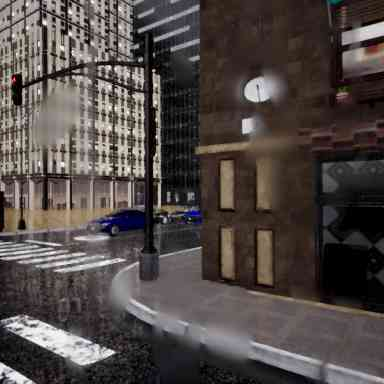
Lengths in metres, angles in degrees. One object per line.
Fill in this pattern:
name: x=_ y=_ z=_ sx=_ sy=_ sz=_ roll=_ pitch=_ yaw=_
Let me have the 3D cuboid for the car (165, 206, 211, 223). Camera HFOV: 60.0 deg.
car: x=-0.324 y=1.974 z=30.481 sx=2.008 sy=1.369 sz=4.403 roll=-2 pitch=-2 yaw=35

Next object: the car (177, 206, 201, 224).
car: x=1.247 y=1.862 z=27.965 sx=1.882 sy=1.535 sz=5.008 roll=-1 pitch=-1 yaw=35

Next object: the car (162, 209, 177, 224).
car: x=-3.526 y=1.893 z=25.924 sx=2.008 sy=1.369 sz=4.403 roll=-2 pitch=-2 yaw=35

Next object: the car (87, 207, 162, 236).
car: x=-4.172 y=1.773 z=20.247 sx=1.812 sy=1.442 sz=4.674 roll=-1 pitch=-1 yaw=33
